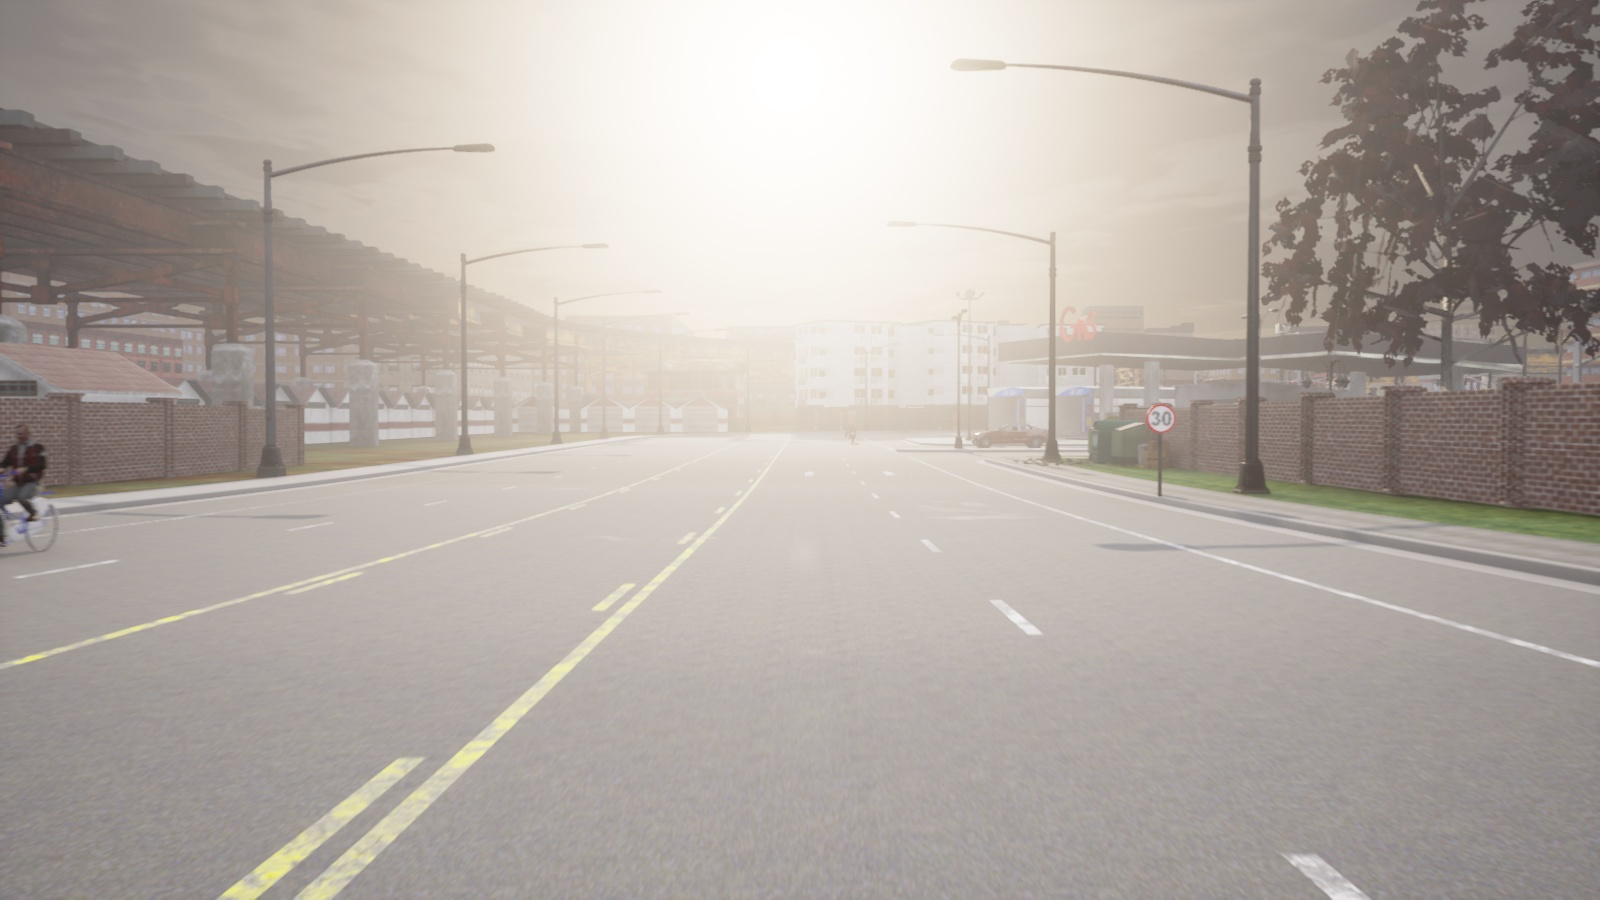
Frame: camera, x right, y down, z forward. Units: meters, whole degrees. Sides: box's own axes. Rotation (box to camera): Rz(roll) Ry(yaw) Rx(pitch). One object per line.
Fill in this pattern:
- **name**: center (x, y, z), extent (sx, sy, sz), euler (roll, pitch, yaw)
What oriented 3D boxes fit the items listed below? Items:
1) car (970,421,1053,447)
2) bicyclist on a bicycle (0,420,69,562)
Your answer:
- **car**: center (13.770, -1.062, 81.938), extent (5.027, 1.651, 2.152), euler (0, 2, 0)
- **bicyclist on a bicycle**: center (-10.391, 0.514, 16.350), extent (0.659, 1.776, 1.843), euler (0, 0, 0)
